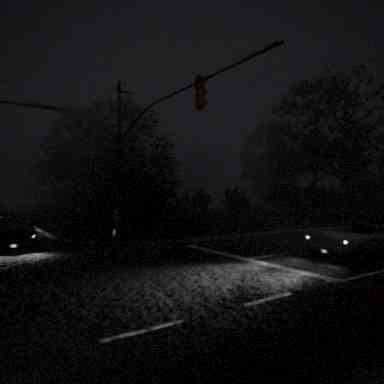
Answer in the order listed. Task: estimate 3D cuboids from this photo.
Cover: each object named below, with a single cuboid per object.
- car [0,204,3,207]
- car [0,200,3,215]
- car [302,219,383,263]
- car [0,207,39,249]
[{"bbox_3d":[-14.091,1.505,23.263,1.882,1.535,5.008,1,0,-32],"label":"car"},{"bbox_3d":[-21.689,1.644,36.168,1.812,1.442,4.674,1,-1,-29],"label":"car"},{"bbox_3d":[6.336,1.728,12.551,4.718,1.301,1.895,1,0,-34],"label":"car"},{"bbox_3d":[-8.026,1.561,14.168,2.033,1.411,5.357,1,0,-37],"label":"car"}]
